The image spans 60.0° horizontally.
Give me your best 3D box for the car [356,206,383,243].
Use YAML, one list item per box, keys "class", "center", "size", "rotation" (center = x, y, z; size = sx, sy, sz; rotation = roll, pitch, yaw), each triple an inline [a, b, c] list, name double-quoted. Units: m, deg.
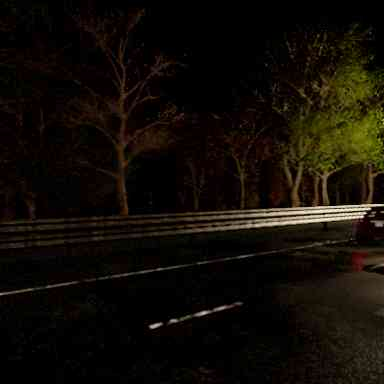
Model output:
- class: "car"
  center: [9.403, 1.370, 14.913]
  size: [4.553, 1.767, 2.097]
  rotation: [0, 0, -36]
